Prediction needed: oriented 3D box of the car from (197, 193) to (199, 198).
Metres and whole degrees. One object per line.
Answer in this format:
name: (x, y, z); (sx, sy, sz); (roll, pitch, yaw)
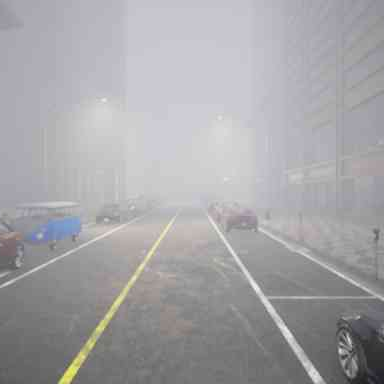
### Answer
car: (2.673, 1.182, 69.930); (2.192, 1.841, 5.009); (1, 0, 0)

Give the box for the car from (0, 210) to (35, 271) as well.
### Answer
car: (-5.848, 1.427, 8.052); (1.967, 1.590, 4.097); (1, 0, 0)

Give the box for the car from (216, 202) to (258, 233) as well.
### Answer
car: (2.675, 1.512, 19.309); (1.887, 1.381, 4.507); (1, 0, 0)

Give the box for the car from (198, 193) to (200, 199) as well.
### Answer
car: (2.671, 1.403, 64.475); (1.752, 1.417, 4.829); (1, 0, 0)

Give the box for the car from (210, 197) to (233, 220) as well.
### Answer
car: (2.675, 1.397, 24.933); (1.967, 1.590, 4.097); (1, 0, 0)

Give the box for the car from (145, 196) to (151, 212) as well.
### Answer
car: (-5.852, 1.461, 36.004); (1.752, 1.417, 4.829); (1, 0, 0)

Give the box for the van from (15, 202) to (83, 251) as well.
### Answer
van: (-5.848, 1.318, 13.676); (1.690, 1.788, 3.998); (1, 0, 0)

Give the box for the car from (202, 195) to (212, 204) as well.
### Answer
car: (2.673, 1.475, 41.807); (2.008, 1.369, 4.403); (1, 0, 0)

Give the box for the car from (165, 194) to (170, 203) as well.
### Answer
car: (-5.855, 1.460, 64.295); (1.802, 1.307, 4.206); (1, 0, 0)

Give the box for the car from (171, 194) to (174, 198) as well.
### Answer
car: (-5.856, 1.400, 75.544); (1.887, 1.381, 4.507); (1, 0, 0)

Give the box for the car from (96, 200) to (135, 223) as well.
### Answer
car: (-5.852, 1.522, 24.925); (1.947, 1.339, 4.313); (1, 0, 0)

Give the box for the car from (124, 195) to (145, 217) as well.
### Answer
car: (-5.851, 1.386, 30.549); (1.967, 1.590, 4.097); (1, 0, 0)

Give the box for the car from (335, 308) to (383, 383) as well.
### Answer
car: (2.676, 1.562, 2.435); (1.947, 1.339, 4.313); (1, 0, 0)

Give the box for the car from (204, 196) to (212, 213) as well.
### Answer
car: (2.673, 1.480, 36.182); (1.887, 1.381, 4.507); (1, 0, 0)

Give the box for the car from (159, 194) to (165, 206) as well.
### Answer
car: (-5.852, 1.342, 53.047); (1.967, 1.590, 4.097); (1, 0, 0)

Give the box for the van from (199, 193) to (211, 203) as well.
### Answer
van: (2.673, 1.231, 58.680); (1.690, 1.788, 3.998); (1, 0, 0)

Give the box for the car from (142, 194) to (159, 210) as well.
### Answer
car: (-5.850, 1.239, 41.798); (2.192, 1.841, 5.009); (1, 0, 0)
